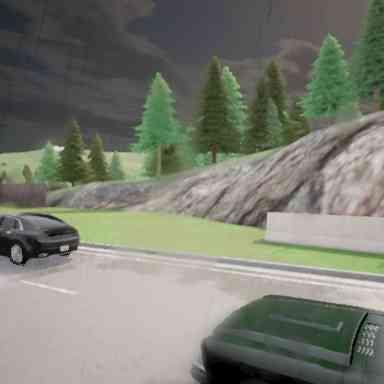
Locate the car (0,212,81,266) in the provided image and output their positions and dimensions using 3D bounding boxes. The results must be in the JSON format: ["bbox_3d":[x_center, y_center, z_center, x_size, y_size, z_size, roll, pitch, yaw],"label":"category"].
[{"bbox_3d":[-5.973,1.467,11.408,4.892,1.490,1.837,0,0,31],"label":"car"}]

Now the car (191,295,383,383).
[{"bbox_3d":[2.359,1.600,2.683,4.718,1.301,1.895,0,0,33],"label":"car"}]
